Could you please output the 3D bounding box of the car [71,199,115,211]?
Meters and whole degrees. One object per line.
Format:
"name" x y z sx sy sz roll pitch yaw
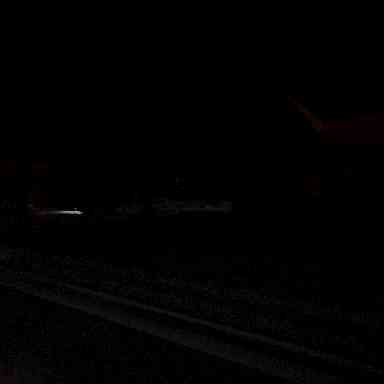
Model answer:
"car" -11.965 1.545 40.640 2.033 1.411 5.357 0 0 34

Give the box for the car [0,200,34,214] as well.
"car" -17.726 1.524 32.074 1.812 1.442 4.674 0 0 34

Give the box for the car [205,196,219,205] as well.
"car" 3.516 1.503 58.522 1.837 1.490 4.892 0 0 14
